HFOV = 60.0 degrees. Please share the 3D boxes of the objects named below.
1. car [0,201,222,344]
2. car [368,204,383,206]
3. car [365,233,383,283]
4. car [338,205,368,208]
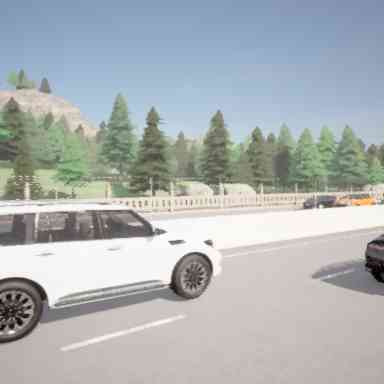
[{"bbox_3d":[-2.010,1.192,6.622,5.566,2.045,2.150,-1,1,-34],"label":"car"},{"bbox_3d":[17.778,1.146,29.209,4.181,1.385,1.994,-1,1,-35],"label":"car"},{"bbox_3d":[6.102,1.365,8.012,4.902,1.511,2.128,-1,1,-35],"label":"car"},{"bbox_3d":[15.541,0.936,31.915,4.553,1.767,2.097,-1,1,-35],"label":"car"}]
